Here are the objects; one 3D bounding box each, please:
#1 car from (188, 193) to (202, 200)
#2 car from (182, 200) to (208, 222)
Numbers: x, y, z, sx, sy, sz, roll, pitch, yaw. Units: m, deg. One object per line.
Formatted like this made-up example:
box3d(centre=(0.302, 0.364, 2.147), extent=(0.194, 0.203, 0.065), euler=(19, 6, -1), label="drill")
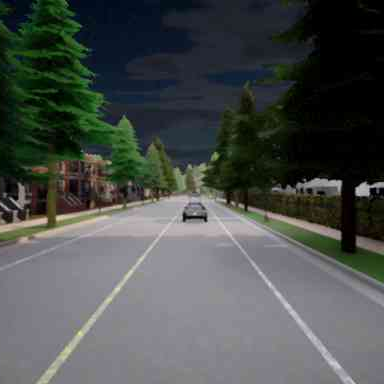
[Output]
box3d(centre=(0.512, 1.217, 57.002), extent=(2.150, 2.045, 5.566), euler=(0, 0, 1), label="car")
box3d(centre=(0.254, 1.570, 26.695), extent=(1.994, 1.385, 4.181), euler=(0, 0, 1), label="car")
